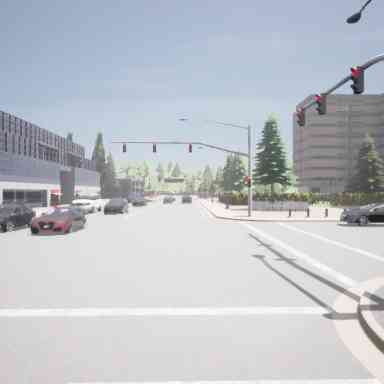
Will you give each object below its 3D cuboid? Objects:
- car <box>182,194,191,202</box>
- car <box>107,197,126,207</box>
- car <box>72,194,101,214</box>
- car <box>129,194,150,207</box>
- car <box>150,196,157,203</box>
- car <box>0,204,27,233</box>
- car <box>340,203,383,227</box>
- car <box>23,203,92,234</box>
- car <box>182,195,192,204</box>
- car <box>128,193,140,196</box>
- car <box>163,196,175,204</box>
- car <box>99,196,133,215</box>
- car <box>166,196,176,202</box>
[{"bbox_3d":[-1.223,1.355,75.056,2.097,1.767,4.553,0,0,-1],"label":"car"},{"bbox_3d":[-11.484,1.563,50.717,1.994,1.385,4.181,0,0,-1],"label":"car"},{"bbox_3d":[-11.282,1.222,35.951,2.150,2.045,5.566,0,0,-1],"label":"car"},{"bbox_3d":[-7.984,1.477,50.727,1.882,1.535,5.008,0,0,-1],"label":"car"},{"bbox_3d":[-8.120,1.503,67.084,1.882,1.535,5.008,0,1,-1],"label":"car"},{"bbox_3d":[-10.955,1.505,19.762,1.837,1.490,4.892,0,0,-1],"label":"car"},{"bbox_3d":[12.499,1.492,22.272,4.902,1.511,2.128,0,0,-1],"label":"car"},{"bbox_3d":[-7.434,1.564,18.878,1.994,1.385,4.181,0,0,-1],"label":"car"},{"bbox_3d":[-0.985,1.505,64.990,1.837,1.490,4.892,0,0,-1],"label":"car"},{"bbox_3d":[-11.619,1.216,67.144,2.150,2.045,5.566,0,1,-1],"label":"car"},{"bbox_3d":[-4.582,1.547,64.666,2.033,1.411,5.357,0,0,-1],"label":"car"},{"bbox_3d":[-7.756,1.478,34.363,1.882,1.535,5.008,0,0,-1],"label":"car"},{"bbox_3d":[-4.728,1.510,75.301,1.895,1.301,4.718,0,0,-1],"label":"car"}]
